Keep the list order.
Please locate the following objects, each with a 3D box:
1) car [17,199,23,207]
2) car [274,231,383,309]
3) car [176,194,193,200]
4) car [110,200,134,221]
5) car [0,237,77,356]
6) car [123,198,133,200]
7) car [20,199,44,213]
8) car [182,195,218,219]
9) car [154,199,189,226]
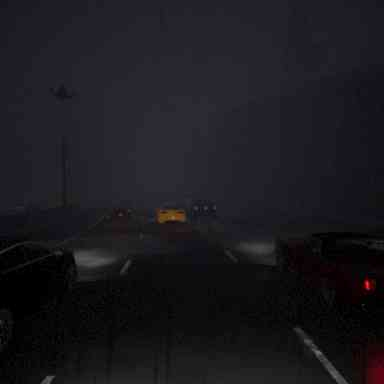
[{"bbox_3d":[-32.993,2.177,65.402,1.812,1.442,4.674,-1,0,-22],"label":"car"},{"bbox_3d":[3.423,1.567,7.788,1.895,1.301,4.718,-1,0,-3],"label":"car"},{"bbox_3d":[-1.144,1.359,52.528,2.150,2.045,5.566,0,0,-20],"label":"car"},{"bbox_3d":[-6.269,1.689,29.426,1.812,1.442,4.674,-1,0,-11],"label":"car"},{"bbox_3d":[-3.590,1.562,5.983,2.128,1.511,4.902,-1,0,-2],"label":"car"},{"bbox_3d":[-11.777,1.810,60.509,2.128,1.511,4.902,-1,0,-23],"label":"car"},{"bbox_3d":[-21.332,1.977,45.173,2.033,1.411,5.357,-1,0,-17],"label":"car"},{"bbox_3d":[0.775,1.408,29.852,2.097,1.767,4.553,-1,0,-11],"label":"car"},{"bbox_3d":[-1.679,1.559,24.449,1.882,1.535,5.008,0,0,-10],"label":"car"}]
